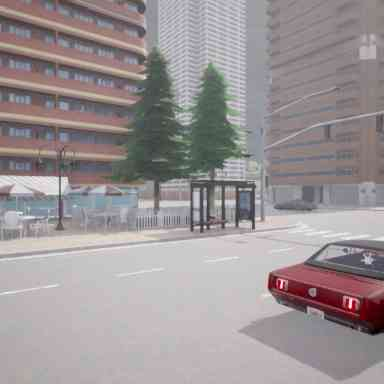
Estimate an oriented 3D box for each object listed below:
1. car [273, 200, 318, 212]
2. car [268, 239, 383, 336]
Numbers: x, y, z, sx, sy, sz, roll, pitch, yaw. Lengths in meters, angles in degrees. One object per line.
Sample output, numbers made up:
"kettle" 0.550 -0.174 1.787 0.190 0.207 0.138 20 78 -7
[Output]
"car" 12.292 1.603 39.657 2.033 1.411 5.357 0 0 -36
"car" 3.733 1.601 6.473 4.718 1.301 1.895 0 0 -36
